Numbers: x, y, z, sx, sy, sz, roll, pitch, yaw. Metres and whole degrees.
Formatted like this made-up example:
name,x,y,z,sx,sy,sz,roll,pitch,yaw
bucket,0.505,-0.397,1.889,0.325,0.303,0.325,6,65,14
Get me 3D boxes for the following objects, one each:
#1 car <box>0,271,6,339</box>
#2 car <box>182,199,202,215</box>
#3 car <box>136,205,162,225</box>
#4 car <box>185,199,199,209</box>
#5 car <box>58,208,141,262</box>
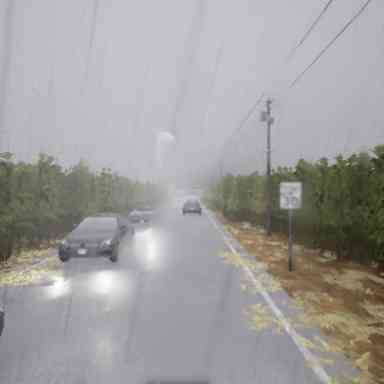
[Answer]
name,x,y,z,sx,sy,sz,roll,pitch,yaw
car,-3.362,1.225,1.685,2.150,2.045,5.566,0,0,2
car,0.013,1.597,34.628,1.994,1.385,4.181,0,0,0
car,-3.286,1.624,24.136,1.895,1.301,4.718,0,0,0
car,0.032,1.645,46.547,1.895,1.301,4.718,0,0,1
car,-3.289,1.538,12.342,1.812,1.442,4.674,0,0,0
